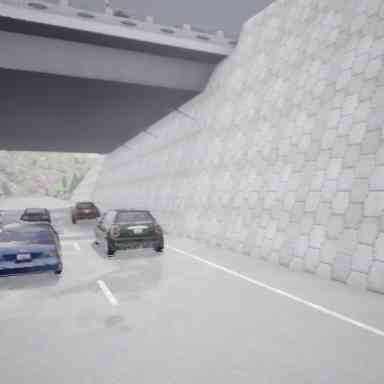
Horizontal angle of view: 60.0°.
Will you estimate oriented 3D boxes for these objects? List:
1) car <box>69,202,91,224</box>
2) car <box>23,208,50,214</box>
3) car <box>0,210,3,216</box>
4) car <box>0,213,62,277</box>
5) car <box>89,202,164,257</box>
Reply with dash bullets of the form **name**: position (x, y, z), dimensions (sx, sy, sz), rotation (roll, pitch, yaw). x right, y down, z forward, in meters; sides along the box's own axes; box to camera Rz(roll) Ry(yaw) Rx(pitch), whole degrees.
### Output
- **car**: position (-8.957, 1.566, 27.483), dimensions (2.097, 1.767, 4.553), rotation (-1, 0, -24)
- **car**: position (-11.931, 1.850, 25.556), dimensions (1.895, 1.301, 4.718), rotation (-1, 0, -24)
- **car**: position (-15.377, 1.800, 24.699), dimensions (1.837, 1.490, 4.892), rotation (-1, 0, -24)
- **car**: position (-5.134, 1.651, 10.447), dimensions (2.033, 1.411, 5.357), rotation (-1, 0, -24)
- **car**: position (-2.786, 1.433, 13.803), dimensions (2.097, 1.767, 4.553), rotation (-1, 0, -24)
